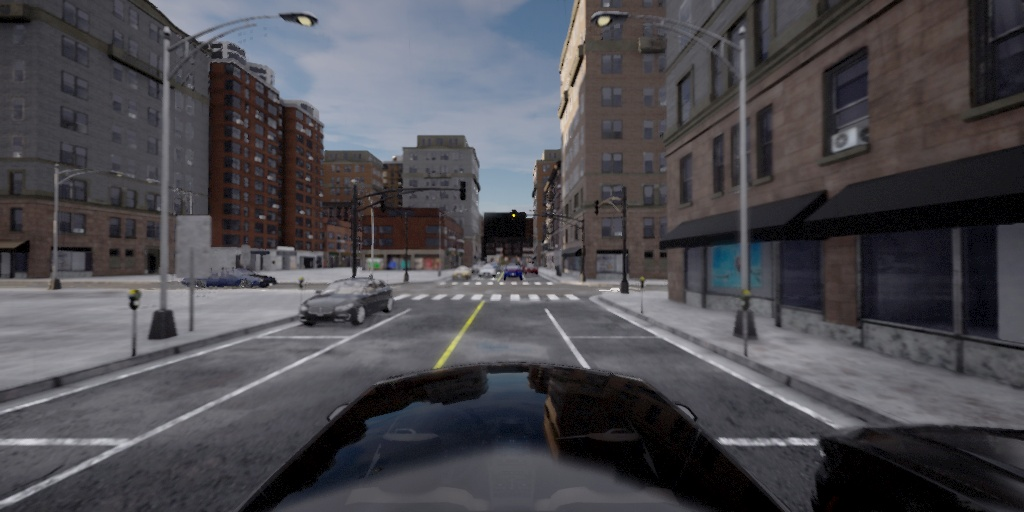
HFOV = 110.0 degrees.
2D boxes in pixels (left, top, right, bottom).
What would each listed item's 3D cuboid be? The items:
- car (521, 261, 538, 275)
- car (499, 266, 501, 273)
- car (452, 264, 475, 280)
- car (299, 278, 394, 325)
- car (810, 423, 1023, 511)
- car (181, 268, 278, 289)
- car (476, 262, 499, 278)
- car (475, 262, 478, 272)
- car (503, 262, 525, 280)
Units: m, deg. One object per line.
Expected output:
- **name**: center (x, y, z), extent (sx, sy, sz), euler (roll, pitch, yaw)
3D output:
- **car**: center (2.646, 1.821, 50.392), extent (1.967, 1.591, 4.097), euler (0, 0, 0)
- **car**: center (-2.795, 2.064, 59.512), extent (1.994, 1.385, 4.181), euler (0, -1, 1)
- **car**: center (-5.381, 1.759, 38.901), extent (1.751, 1.417, 4.829), euler (0, 0, 0)
- **car**: center (-5.386, 1.436, 12.228), extent (2.007, 1.370, 4.403), euler (0, 0, 0)
- **car**: center (2.749, 1.208, 0.113), extent (1.882, 1.535, 5.008), euler (0, -1, 0)
- **car**: center (-18.717, 1.497, 23.889), extent (5.357, 1.411, 2.033), euler (0, -1, 0)
- **car**: center (-2.836, 1.796, 41.874), extent (1.812, 1.442, 4.674), euler (0, -1, 0)
- **car**: center (-5.378, 2.005, 56.055), extent (2.007, 1.370, 4.403), euler (0, 0, 0)
- **car**: center (0.106, 1.704, 38.525), extent (1.882, 1.535, 5.008), euler (0, -1, 0)
